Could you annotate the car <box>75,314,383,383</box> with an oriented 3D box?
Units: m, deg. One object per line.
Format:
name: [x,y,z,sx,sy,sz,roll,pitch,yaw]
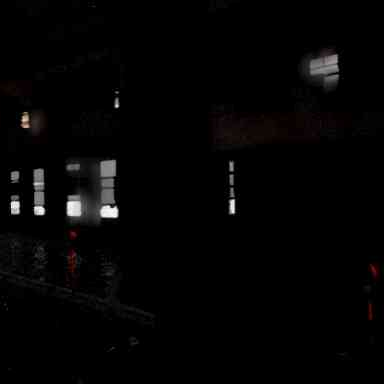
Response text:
car: [0.907,1.583,2.244,4.206,1.307,1.802,0,-1,36]
